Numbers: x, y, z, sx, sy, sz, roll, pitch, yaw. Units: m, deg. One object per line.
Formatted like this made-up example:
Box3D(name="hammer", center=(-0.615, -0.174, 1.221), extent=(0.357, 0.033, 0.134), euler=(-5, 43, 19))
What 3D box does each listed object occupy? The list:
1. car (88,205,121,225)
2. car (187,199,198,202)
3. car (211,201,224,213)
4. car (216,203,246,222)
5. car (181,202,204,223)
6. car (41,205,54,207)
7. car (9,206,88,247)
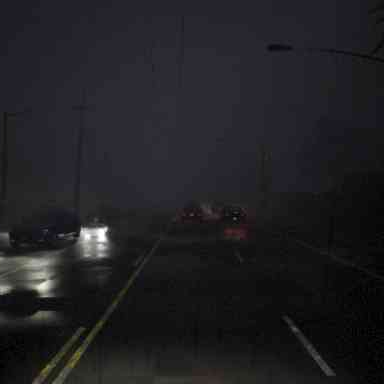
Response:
Box3D(name="car", center=(-7.041, 1.784, 26.907), extent=(2.128, 1.511, 4.902), euler=(0, 0, 1))
Box3D(name="car", center=(0.066, 1.762, 43.935), extent=(2.097, 1.767, 4.553), euler=(0, 0, 1))
Box3D(name="car", center=(3.566, 1.937, 44.000), extent=(1.812, 1.442, 4.674), euler=(0, 0, 1))
Box3D(name="car", center=(3.520, 1.913, 29.535), extent=(1.895, 1.301, 4.718), euler=(0, 0, 0))
Box3D(name="car", center=(0.015, 1.853, 28.666), extent=(2.033, 1.411, 5.357), euler=(0, 0, 0))
Box3D(name="car", center=(-10.534, 1.753, 24.404), extent=(1.882, 1.535, 5.008), euler=(0, 0, 0))
Box3D(name="car", center=(-7.028, 1.691, 16.472), extent=(1.882, 1.535, 5.008), euler=(0, -1, 0))
